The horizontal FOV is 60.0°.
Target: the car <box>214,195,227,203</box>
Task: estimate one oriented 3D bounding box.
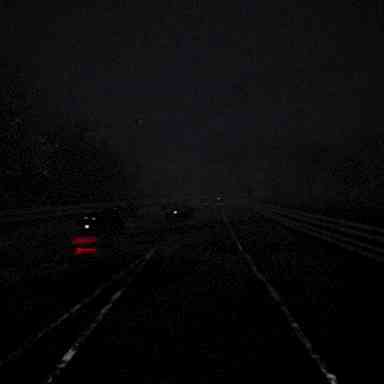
[{"bbox_3d":[6.721,1.666,76.592,2.128,1.511,4.902,-2,0,11],"label":"car"}]

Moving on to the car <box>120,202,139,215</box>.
[{"bbox_3d":[-7.306,1.870,36.711,1.837,1.490,4.892,-2,0,8],"label":"car"}]

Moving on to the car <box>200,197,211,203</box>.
[{"bbox_3d":[3.101,1.773,76.324,1.812,1.442,4.674,-2,0,11],"label":"car"}]

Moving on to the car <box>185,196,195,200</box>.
[{"bbox_3d":[-0.534,1.712,76.000,2.097,1.767,4.553,-2,0,11],"label":"car"}]

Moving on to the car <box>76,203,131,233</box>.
[{"bbox_3d":[-5.821,1.755,21.832,1.837,1.490,4.892,-2,0,7],"label":"car"}]

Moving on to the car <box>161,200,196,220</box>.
[{"bbox_3d":[-1.124,1.713,30.515,1.994,1.385,4.181,-2,0,8],"label":"car"}]

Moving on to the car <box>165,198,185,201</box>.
[{"bbox_3d":[-2.707,1.738,43.712,1.882,1.535,5.008,-2,0,9],"label":"car"}]
